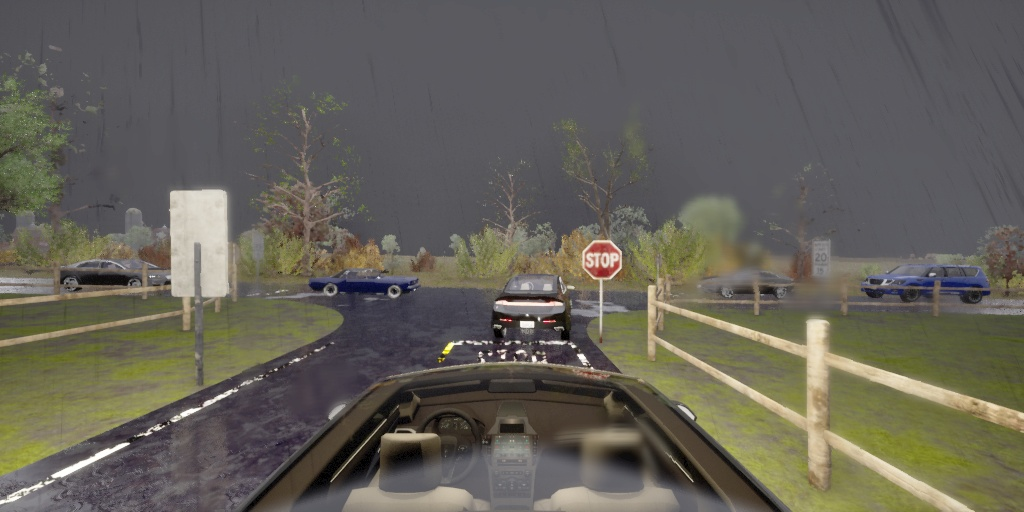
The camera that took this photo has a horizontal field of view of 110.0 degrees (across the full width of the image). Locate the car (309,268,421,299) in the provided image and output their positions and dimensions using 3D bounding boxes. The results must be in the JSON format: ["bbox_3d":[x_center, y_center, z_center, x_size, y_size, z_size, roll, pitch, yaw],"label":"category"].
[{"bbox_3d":[-6.822,1.248,17.037,4.718,1.301,1.895,1,1,0],"label":"car"}]

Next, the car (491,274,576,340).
[{"bbox_3d":[0.707,1.240,10.006,2.128,1.511,4.902,0,0,9],"label":"car"}]

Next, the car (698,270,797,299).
[{"bbox_3d":[13.004,1.525,19.965,4.902,1.511,2.128,1,1,0],"label":"car"}]

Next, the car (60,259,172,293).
[{"bbox_3d":[-18.490,0.885,17.054,4.902,1.511,2.128,1,1,0],"label":"car"}]

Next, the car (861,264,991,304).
[{"bbox_3d":[22.900,1.466,19.954,5.566,2.045,2.150,1,1,0],"label":"car"}]
